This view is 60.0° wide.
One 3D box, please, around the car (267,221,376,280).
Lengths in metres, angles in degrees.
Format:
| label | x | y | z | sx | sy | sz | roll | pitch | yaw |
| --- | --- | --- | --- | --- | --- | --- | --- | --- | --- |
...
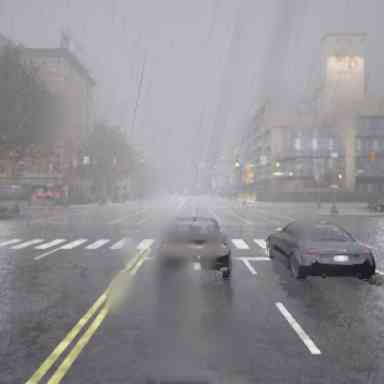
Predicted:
| label | x | y | z | sx | sy | sz | roll | pitch | yaw |
| --- | --- | --- | --- | --- | --- | --- | --- | --- | --- |
| car | 3.579 | 1.561 | 9.971 | 1.994 | 1.385 | 4.181 | 0 | 0 | 0 |

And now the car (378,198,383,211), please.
| label | x | y | z | sx | sy | sz | roll | pitch | yaw |
| --- | --- | --- | --- | --- | --- | --- | --- | --- | --- |
| car | 23.471 | 1.464 | 36.063 | 5.008 | 1.535 | 1.882 | 0 | 0 | 0 |

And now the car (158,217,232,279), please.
| label | x | y | z | sx | sy | sz | roll | pitch | yaw |
| --- | --- | --- | --- | --- | --- | --- | --- | --- | --- |
| car | 0.075 | 1.488 | 10.000 | 2.128 | 1.511 | 4.902 | 0 | 0 | 0 |

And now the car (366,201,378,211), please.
| label | x | y | z | sx | sy | sz | roll | pitch | yaw |
| --- | --- | --- | --- | --- | --- | --- | --- | --- | --- |
| car | 23.289 | 1.477 | 39.560 | 4.902 | 1.511 | 2.128 | 0 | 0 | 0 |
